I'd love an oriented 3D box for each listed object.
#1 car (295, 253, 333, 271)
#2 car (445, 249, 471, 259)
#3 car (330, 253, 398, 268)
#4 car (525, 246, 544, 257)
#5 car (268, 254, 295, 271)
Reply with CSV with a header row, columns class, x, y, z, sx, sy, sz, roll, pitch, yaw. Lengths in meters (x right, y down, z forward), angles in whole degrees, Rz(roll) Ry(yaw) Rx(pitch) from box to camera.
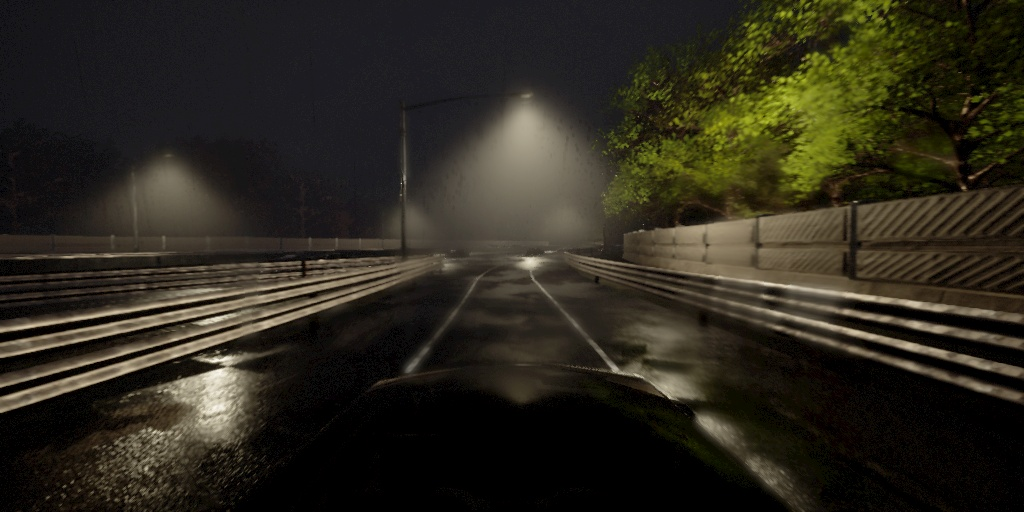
class,x,y,z,sx,sy,sz,roll,pitch,yaw
car,-14.118,0.483,28.562,1.837,1.490,4.892,1,2,25
car,-7.634,-0.259,51.047,1.994,1.385,4.181,1,2,25
car,-10.878,0.602,27.241,1.895,1.301,4.718,1,2,25
car,3.822,-0.652,59.105,1.837,1.490,4.892,1,2,25
car,-17.341,0.496,29.934,2.033,1.411,5.357,1,2,25
